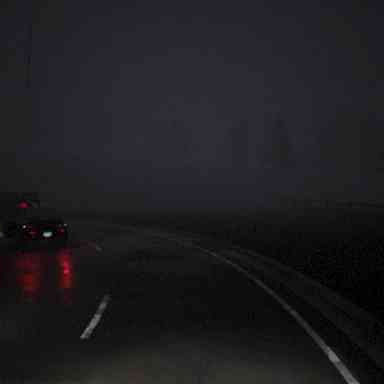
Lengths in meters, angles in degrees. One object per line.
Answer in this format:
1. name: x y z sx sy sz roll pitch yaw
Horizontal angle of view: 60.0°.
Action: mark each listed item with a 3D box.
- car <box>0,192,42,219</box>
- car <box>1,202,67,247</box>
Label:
1. car: -12.754 0.999 22.593 5.566 2.045 2.150 0 0 21
2. car: -6.734 1.385 14.250 1.812 1.442 4.674 0 0 -36
